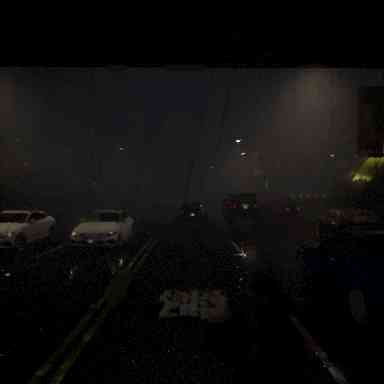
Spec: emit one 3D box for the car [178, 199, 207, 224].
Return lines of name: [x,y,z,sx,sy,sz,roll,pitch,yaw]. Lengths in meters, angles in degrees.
car: [0.025,1.442,23.543,1.994,1.385,4.181,0,0,0]

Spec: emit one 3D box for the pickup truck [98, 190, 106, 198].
pickup truck: [-25.682,0.605,91.339,6.274,2.098,2.390,0,0,-1]

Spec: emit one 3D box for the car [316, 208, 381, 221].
car: [6.506,1.411,13.913,2.231,1.521,4.892,0,0,9]

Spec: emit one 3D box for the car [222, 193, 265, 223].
car: [3.521,1.094,24.679,2.150,2.045,5.566,0,0,0]

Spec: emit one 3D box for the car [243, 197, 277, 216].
car: [6.273,1.321,31.112,2.097,1.535,5.008,0,0,-1]

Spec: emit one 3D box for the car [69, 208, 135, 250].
car: [-3.590,1.451,14.025,1.812,1.442,4.674,0,0,0]

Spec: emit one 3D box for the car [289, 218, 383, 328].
car: [3.618,1.492,6.759,1.812,1.442,4.674,0,0,0]

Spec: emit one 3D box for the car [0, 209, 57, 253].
car: [-7.087,1.452,13.539,1.812,1.442,4.674,0,0,0]

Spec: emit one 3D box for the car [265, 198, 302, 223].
car: [6.460,1.229,24.687,2.185,1.767,4.553,0,0,-1]
